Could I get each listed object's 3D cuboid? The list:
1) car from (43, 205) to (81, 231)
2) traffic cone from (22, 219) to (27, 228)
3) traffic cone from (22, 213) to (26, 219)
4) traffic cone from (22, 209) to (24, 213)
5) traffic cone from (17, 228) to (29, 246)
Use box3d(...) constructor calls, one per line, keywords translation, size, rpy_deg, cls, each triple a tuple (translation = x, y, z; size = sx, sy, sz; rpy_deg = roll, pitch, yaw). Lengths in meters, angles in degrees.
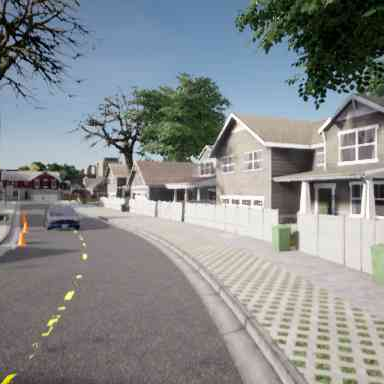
box3d(translation=(-8.256, 1.534, 20.841), size=(2.033, 1.411, 5.357), rpy_deg=(0, 0, -27), cls="car")
box3d(translation=(-9.198, 1.943, 18.383), size=(0.340, 0.580, 0.340), rpy_deg=(0, 0, -27), cls="traffic cone")
box3d(translation=(-11.491, 1.941, 22.826), size=(0.340, 0.580, 0.340), rpy_deg=(0, 0, -27), cls="traffic cone")
box3d(translation=(-13.783, 1.938, 27.270), size=(0.340, 0.580, 0.340), rpy_deg=(0, 0, -27), cls="traffic cone")
box3d(translation=(-7.208, 1.946, 14.072), size=(0.340, 0.580, 0.340), rpy_deg=(0, 0, -22), cls="traffic cone")
